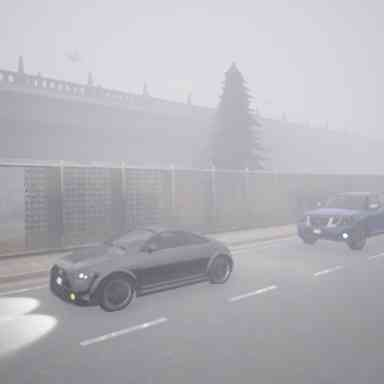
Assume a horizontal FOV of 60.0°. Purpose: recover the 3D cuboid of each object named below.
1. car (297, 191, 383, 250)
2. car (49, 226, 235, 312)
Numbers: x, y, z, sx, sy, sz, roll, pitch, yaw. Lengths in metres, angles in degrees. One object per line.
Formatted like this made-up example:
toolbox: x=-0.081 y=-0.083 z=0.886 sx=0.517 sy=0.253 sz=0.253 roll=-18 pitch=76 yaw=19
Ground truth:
car: x=6.655 y=1.011 z=13.595 sx=5.566 sy=2.045 sz=2.150 roll=-1 pitch=1 yaw=-38
car: x=-1.002 y=1.513 z=7.682 sx=4.181 sy=1.385 sz=1.994 roll=-1 pitch=1 yaw=-38
